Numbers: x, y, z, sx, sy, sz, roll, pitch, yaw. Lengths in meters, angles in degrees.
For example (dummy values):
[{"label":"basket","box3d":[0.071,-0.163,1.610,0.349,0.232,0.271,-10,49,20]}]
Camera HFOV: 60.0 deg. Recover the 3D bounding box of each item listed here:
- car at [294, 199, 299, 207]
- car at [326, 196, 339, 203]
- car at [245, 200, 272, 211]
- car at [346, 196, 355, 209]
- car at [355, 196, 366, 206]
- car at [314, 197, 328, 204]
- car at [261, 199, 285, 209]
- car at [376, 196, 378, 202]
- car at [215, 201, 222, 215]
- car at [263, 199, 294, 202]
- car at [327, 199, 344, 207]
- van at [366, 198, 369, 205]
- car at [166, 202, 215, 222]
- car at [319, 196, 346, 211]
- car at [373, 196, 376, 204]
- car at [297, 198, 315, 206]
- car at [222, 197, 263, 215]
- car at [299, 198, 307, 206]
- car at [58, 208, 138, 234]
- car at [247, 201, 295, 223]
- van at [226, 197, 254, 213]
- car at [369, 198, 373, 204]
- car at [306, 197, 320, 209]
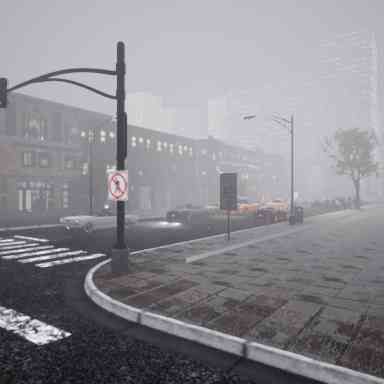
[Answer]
[{"label":"car","box3d":[15.480,1.816,54.509,2.008,1.369,4.403,0,-1,35]},{"label":"car","box3d":[34.538,1.894,81.640,1.967,1.590,4.097,0,-1,35]},{"label":"car","box3d":[9.127,1.756,45.466,2.008,1.369,4.403,0,0,35]},{"label":"car","box3d":[22.337,1.581,49.694,2.192,1.841,5.009,0,-1,35]},{"label":"car","box3d":[28.690,1.642,58.738,2.192,1.841,5.009,0,-1,35]},{"label":"car","box3d":[28.185,1.828,72.596,1.967,1.590,4.097,0,-1,35]},{"label":"car","box3d":[12.205,1.759,49.848,1.752,1.417,4.829,0,-1,35]},{"label":"car","box3d":[41.396,2.037,76.822,1.802,1.307,4.206,0,-1,35]},{"label":"car","box3d":[2.676,1.674,36.283,1.752,1.417,4.829,0,0,35]},{"label":"car","box3d":[11.386,1.684,44.094,1.882,1.535,5.008,0,0,36]},{"label":"car","box3d":[25.097,1.913,58.118,1.895,1.301,4.718,0,0,35]},{"label":"van","box3d":[31.867,1.699,63.259,1.690,1.788,3.998,0,-1,35]},{"label":"car","box3d":[-0.293,1.672,27.530,1.994,1.385,4.181,0,0,36]},{"label":"car","box3d":[19.161,1.676,45.172,1.967,1.590,4.097,0,-1,35]},{"label":"car","box3d":[38.318,1.948,72.440,1.752,1.417,4.829,0,-1,35]},{"label":"car","box3d":[21.833,1.876,63.553,2.008,1.369,4.403,0,-1,35]},{"label":"car","box3d":[5.515,1.508,35.794,2.097,1.767,4.553,0,0,35]},{"label":"car","box3d":[18.656,1.846,59.031,2.008,1.369,4.403,0,-1,35]},{"label":"car","box3d":[-5.544,1.668,20.071,1.895,1.301,4.718,0,0,35]},{"label":"car","box3d":[6.499,1.670,27.055,1.887,1.381,4.507,0,0,35]},{"label":"van","box3d":[5.950,1.518,40.945,1.690,1.788,3.998,0,0,35]},{"label":"car","box3d":[35.043,1.972,67.778,1.802,1.307,4.206,0,-1,35]},{"label":"car","box3d":[19.309,1.749,49.879,2.128,1.511,4.902,0,0,35]}]
